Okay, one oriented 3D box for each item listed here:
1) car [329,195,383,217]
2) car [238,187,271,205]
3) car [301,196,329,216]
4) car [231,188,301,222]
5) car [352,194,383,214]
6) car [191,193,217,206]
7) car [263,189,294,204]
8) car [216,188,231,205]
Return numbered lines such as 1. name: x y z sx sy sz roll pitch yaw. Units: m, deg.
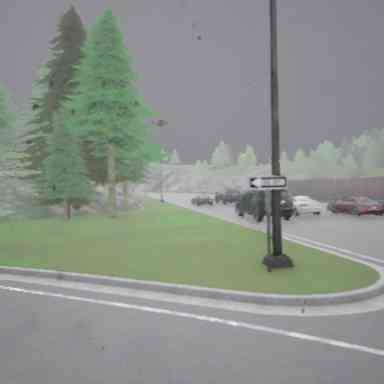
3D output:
1. car: 11.568 0.979 23.796 1.994 1.385 4.181 -1 1 -11
2. car: 7.851 0.455 42.185 2.150 2.045 5.566 -1 1 -11
3. car: 7.798 1.004 24.785 1.812 1.442 4.674 -1 1 -11
4. car: 4.715 0.799 22.337 2.150 2.045 5.566 -1 1 -11
5. car: 14.715 0.884 25.884 1.994 1.385 4.181 -1 1 -11
6. car: 1.146 1.002 40.078 1.895 1.301 4.718 -1 1 -11
7. car: 11.183 0.497 43.383 2.097 1.767 4.553 -1 1 -11
8. car: 4.418 0.536 41.504 2.150 2.045 5.566 -1 1 -11
